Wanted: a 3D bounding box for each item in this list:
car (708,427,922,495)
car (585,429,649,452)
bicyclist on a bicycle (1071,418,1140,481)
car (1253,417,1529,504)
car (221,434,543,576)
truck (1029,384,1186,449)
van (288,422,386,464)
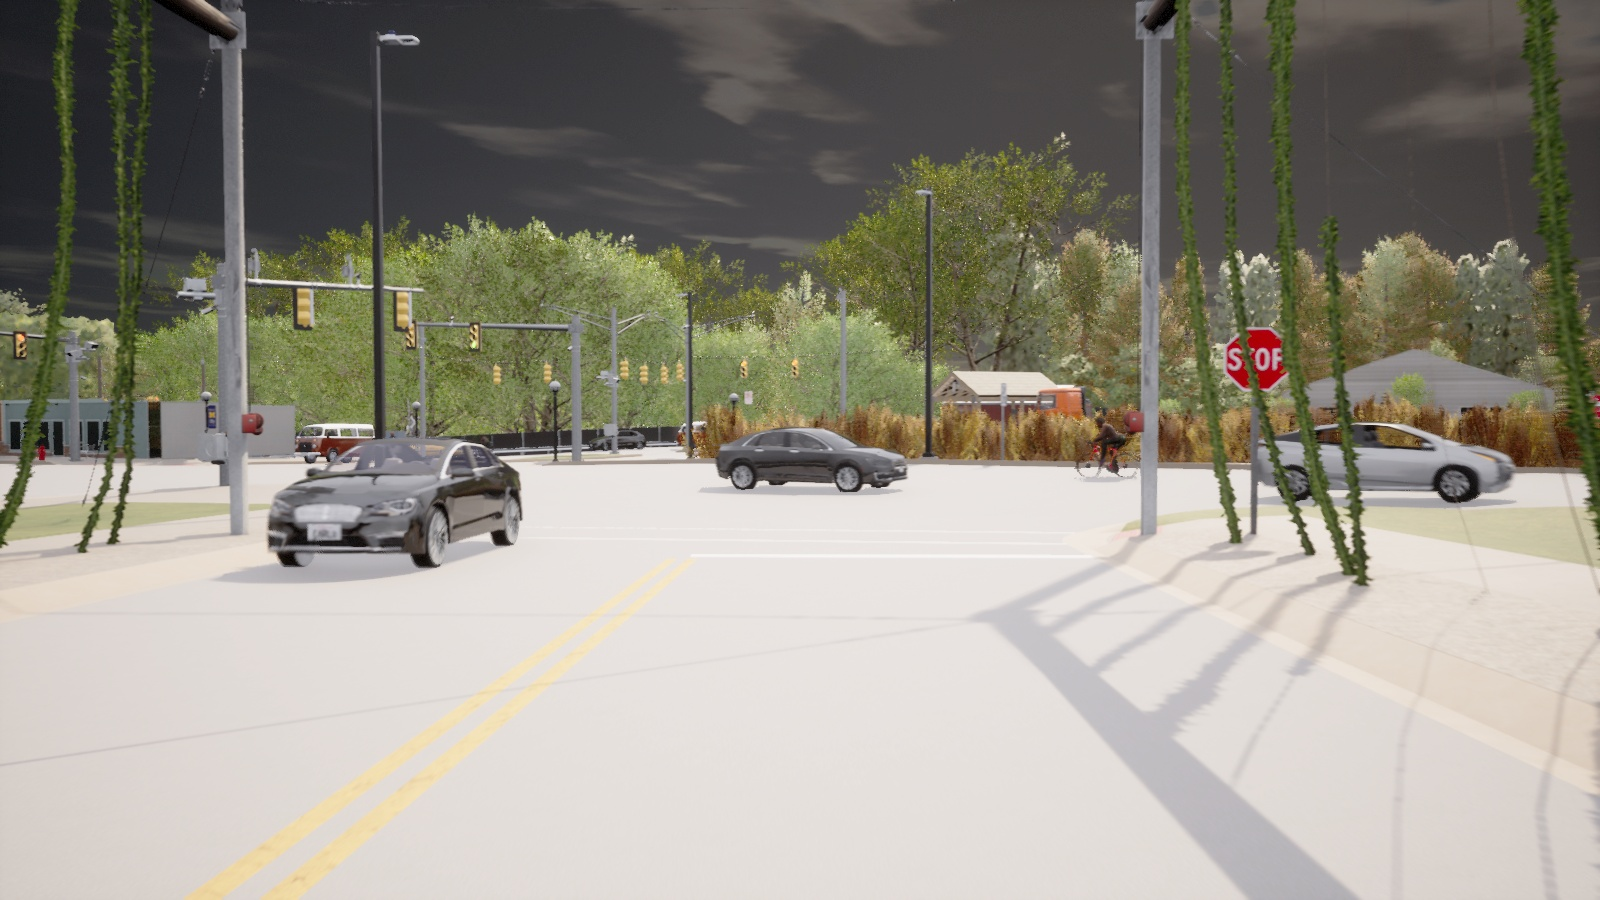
[{"bbox_3d":[0.335,0.214,30.452,4.892,1.490,1.837,1,3,29],"label":"car"},{"bbox_3d":[-13.450,-0.712,92.349,4.193,1.474,1.816,-3,3,-34],"label":"car"},{"bbox_3d":[8.049,-0.024,33.104,1.656,1.620,0.582,0,2,29],"label":"bicyclist on a bicycle"},{"bbox_3d":[11.344,0.187,24.202,4.514,1.525,2.007,-1,1,35],"label":"car"},{"bbox_3d":[-4.965,0.551,15.832,2.128,1.511,4.902,0,1,4],"label":"car"},{"bbox_3d":[17.075,-1.836,69.930,7.936,3.462,2.891,0,2,31],"label":"truck"},{"bbox_3d":[-23.504,-0.353,63.927,2.069,2.038,4.480,-1,-1,26],"label":"van"}]
